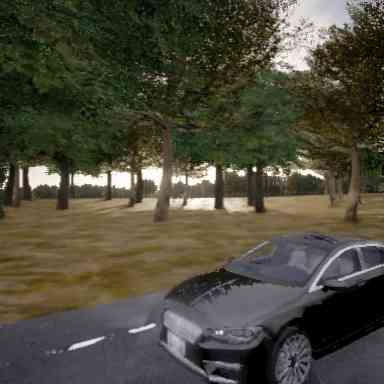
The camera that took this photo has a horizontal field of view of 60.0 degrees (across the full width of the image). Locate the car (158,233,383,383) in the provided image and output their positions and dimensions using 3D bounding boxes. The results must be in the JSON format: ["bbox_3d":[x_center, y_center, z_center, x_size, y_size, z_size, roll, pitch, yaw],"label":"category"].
[{"bbox_3d":[1.819,1.463,5.250,4.902,1.511,2.128,0,0,-35],"label":"car"}]
